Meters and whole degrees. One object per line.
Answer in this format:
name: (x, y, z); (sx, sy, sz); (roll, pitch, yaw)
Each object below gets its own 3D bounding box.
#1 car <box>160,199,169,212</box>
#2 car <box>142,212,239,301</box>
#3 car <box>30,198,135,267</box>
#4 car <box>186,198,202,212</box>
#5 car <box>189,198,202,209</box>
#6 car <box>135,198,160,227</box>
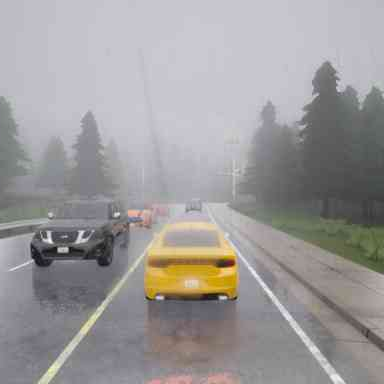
car: (-3.450, 1.451, 32.473); (2.097, 1.767, 4.553); (0, 0, 1)
car: (-0.011, 1.498, 8.451); (1.882, 1.535, 5.008); (0, 0, 0)
car: (-3.628, 1.253, 11.928); (2.150, 2.045, 5.566); (0, 0, -2)
car: (0.224, 1.668, 39.012); (2.033, 1.411, 5.357); (0, 0, 2)
car: (0.607, 1.659, 49.405); (1.837, 1.490, 4.892); (0, 0, 2)
car: (-3.589, 1.417, 22.222); (2.097, 1.767, 4.553); (0, 0, 0)
